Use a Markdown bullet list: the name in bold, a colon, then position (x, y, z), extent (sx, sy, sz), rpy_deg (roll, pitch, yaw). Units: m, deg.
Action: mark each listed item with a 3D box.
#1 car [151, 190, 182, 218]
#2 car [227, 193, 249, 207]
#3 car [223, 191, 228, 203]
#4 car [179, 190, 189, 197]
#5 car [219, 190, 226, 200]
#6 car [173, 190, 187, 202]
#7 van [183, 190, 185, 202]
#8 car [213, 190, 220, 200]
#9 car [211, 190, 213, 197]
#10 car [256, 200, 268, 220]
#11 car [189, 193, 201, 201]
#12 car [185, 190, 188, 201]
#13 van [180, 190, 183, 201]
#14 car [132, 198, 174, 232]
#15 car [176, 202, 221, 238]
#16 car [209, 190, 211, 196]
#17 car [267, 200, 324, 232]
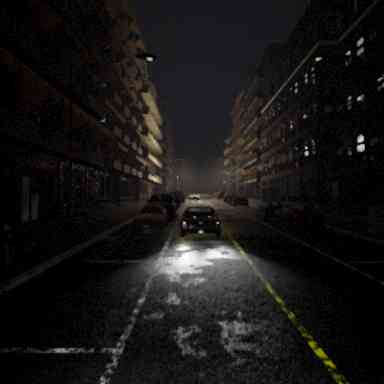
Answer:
- **car**: position (-2.134, 1.008, 23.934), extent (2.192, 1.841, 5.009), rpy_deg (2, 1, 0)
- **car**: position (5.776, 1.054, 40.448), extent (1.887, 1.381, 4.507), rpy_deg (1, 1, 0)
- **car**: position (5.787, 0.993, 45.978), extent (1.887, 1.381, 4.507), rpy_deg (1, 1, 0)
- **car**: position (-2.005, 0.369, 84.765), extent (2.192, 1.841, 5.009), rpy_deg (1, 1, 0)
- **car**: position (5.809, 0.829, 51.508), extent (1.967, 1.590, 4.097), rpy_deg (1, 1, 0)
- **car**: position (-2.063, 0.635, 57.114), extent (2.192, 1.841, 5.009), rpy_deg (2, 1, 0)
- **van**: position (-2.100, 0.840, 40.524), extent (1.690, 1.788, 3.998), rpy_deg (2, 1, 0)
- **car**: position (5.794, 0.588, 62.568), extent (2.192, 1.841, 5.009), rpy_deg (1, 1, 0)
- **car**: position (5.814, 0.605, 73.632), extent (1.967, 1.590, 4.097), rpy_deg (1, 1, 0)
- **car**: position (5.740, 1.254, 23.858), extent (2.008, 1.369, 4.403), rpy_deg (1, 1, 0)
- **car**: position (0.480, 0.832, 58.697), extent (1.812, 1.442, 4.674), rpy_deg (0, 0, 0)
- **car**: position (-2.075, 0.694, 51.584), extent (2.192, 1.841, 5.009), rpy_deg (2, 1, 0)
- **van**: position (-2.111, 0.902, 34.993), extent (1.690, 1.788, 3.998), rpy_deg (2, 1, 0)
- **car**: position (-2.152, 1.289, 18.236), extent (1.752, 1.417, 4.829), rpy_deg (2, 1, 0)
- **car**: position (0.391, 1.389, 16.501), extent (1.895, 1.301, 4.718), rpy_deg (0, 1, 0)
- **car**: position (5.835, 0.646, 84.696), extent (1.802, 1.307, 4.206), rpy_deg (1, 0, 0)
- **car**: position (5.728, 1.317, 18.326), extent (1.887, 1.381, 4.507), rpy_deg (1, 1, 0)
